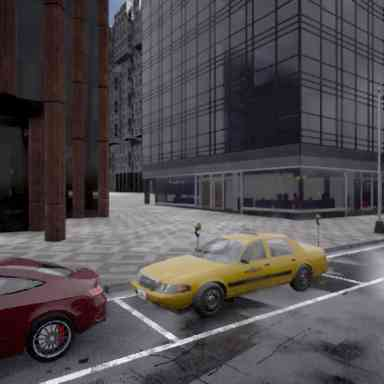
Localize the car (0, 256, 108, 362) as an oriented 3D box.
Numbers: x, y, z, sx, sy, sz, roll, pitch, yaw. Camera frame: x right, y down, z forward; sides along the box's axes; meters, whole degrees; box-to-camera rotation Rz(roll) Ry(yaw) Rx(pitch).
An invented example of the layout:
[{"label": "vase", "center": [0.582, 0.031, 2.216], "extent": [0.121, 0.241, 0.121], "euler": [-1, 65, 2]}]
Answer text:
[{"label": "car", "center": [-3.237, 1.582, 4.344], "extent": [4.206, 1.307, 1.802], "euler": [0, 0, -35]}]

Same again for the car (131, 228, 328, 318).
[{"label": "car", "center": [1.063, 1.524, 7.387], "extent": [4.829, 1.417, 1.752], "euler": [0, 0, -35]}]
